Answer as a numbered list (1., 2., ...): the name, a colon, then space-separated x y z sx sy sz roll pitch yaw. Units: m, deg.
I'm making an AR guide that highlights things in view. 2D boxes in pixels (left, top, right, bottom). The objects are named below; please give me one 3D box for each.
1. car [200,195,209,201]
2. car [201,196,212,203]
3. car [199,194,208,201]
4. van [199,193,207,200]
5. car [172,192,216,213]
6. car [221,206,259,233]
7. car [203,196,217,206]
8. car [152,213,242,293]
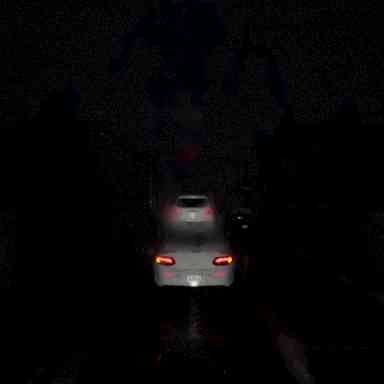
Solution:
1. car: 2.725 1.309 73.374 1.887 1.381 4.507 -1 0 0
2. car: 2.710 1.379 62.309 1.802 1.307 4.206 -1 0 0
3. car: 2.730 1.188 78.906 1.967 1.590 4.097 -1 0 0
4. van: 2.736 1.073 84.438 1.690 1.788 3.998 -1 0 0
5. car: 0.056 1.154 18.437 2.150 2.045 5.566 0 0 1
6. car: 2.647 1.482 18.799 2.008 1.369 4.403 -1 0 0
7. car: 2.693 1.375 51.244 1.887 1.381 4.507 -1 0 0
8. car: 0.066 1.493 8.687 1.812 1.442 4.674 0 0 1
